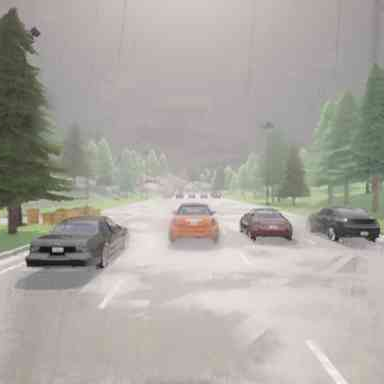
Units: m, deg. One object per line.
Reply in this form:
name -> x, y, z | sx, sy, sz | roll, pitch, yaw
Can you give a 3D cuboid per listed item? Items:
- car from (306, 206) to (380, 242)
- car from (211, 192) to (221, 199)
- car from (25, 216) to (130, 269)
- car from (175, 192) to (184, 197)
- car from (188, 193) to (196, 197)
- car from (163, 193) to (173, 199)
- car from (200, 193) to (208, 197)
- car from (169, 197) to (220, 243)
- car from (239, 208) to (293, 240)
car -> 7.091, 1.449, 16.079 | 1.837, 1.490, 4.892 | 0, 0, 0
car -> 6.995, 1.273, 93.105 | 1.895, 1.301, 4.718 | 0, 0, 0
car -> -3.416, 1.509, 10.992 | 2.033, 1.411, 5.357 | 0, 0, 0
car -> -3.505, 1.025, 93.077 | 2.097, 1.767, 4.553 | 0, 0, 0
car -> -0.005, 1.230, 93.074 | 1.994, 1.385, 4.181 | 0, 0, 0
car -> -7.005, 1.025, 93.077 | 2.097, 1.767, 4.553 | 0, 0, 0
car -> 3.495, 1.230, 93.075 | 1.994, 1.385, 4.181 | 0, 0, 0
car -> 0.090, 1.297, 15.806 | 2.097, 1.767, 4.553 | 0, 0, 0
car -> 3.591, 1.506, 16.707 | 1.994, 1.385, 4.181 | 0, 0, 0
